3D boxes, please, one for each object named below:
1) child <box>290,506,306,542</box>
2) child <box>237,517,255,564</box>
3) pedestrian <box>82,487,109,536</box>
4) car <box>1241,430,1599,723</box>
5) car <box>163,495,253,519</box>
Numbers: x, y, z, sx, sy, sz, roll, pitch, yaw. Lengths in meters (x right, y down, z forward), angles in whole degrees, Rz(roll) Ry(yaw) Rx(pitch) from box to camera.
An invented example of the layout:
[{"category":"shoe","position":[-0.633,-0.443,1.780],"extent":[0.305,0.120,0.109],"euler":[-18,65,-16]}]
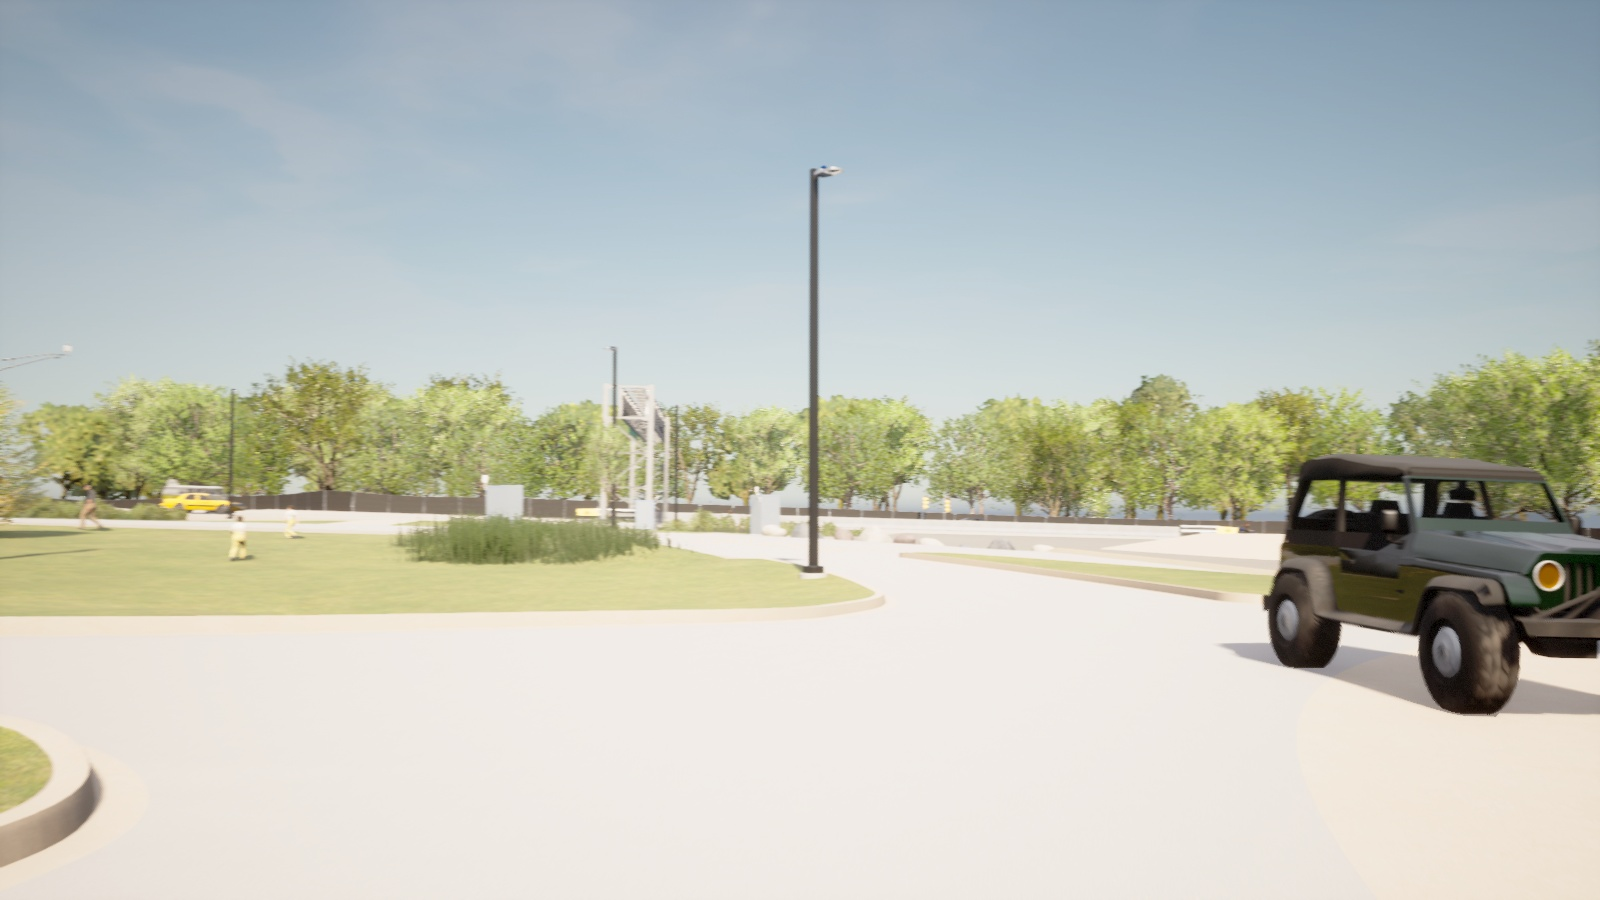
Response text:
[{"category":"child","position":[-17.561,2.580,43.902],"extent":[0.437,1.263,0.270],"euler":[-1,-3,20]},{"category":"child","position":[-15.072,2.457,34.173],"extent":[0.270,1.263,0.437],"euler":[0,-3,-2]},{"category":"pedestrian","position":[-26.528,2.310,47.288],"extent":[0.694,1.848,0.540],"euler":[0,-3,2]},{"category":"car","position":[5.340,0.908,10.125],"extent":[1.905,1.878,3.866],"euler":[2,-2,-5]},{"category":"car","position":[-41.508,4.018,88.182],"extent":[5.366,1.575,1.801],"euler":[1,-3,-4]}]
